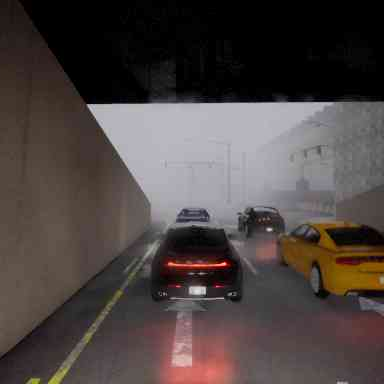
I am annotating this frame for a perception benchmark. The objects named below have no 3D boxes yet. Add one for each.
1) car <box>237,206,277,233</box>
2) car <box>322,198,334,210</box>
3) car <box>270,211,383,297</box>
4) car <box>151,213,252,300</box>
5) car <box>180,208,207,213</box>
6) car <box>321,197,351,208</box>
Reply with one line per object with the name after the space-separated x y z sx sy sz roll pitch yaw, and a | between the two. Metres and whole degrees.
3.629 1.505 17.970 1.837 1.490 4.892 0 0 0 | car
17.612 1.453 40.633 4.974 1.542 2.038 0 0 -45 | car
3.598 1.478 8.595 1.882 1.535 5.008 0 0 0 | car
0.105 1.505 8.339 1.837 1.490 4.892 0 0 0 | car
0.100 1.547 18.085 2.033 1.411 5.357 0 0 3 | car
17.649 1.295 40.670 4.536 1.218 1.853 0 0 -45 | car
